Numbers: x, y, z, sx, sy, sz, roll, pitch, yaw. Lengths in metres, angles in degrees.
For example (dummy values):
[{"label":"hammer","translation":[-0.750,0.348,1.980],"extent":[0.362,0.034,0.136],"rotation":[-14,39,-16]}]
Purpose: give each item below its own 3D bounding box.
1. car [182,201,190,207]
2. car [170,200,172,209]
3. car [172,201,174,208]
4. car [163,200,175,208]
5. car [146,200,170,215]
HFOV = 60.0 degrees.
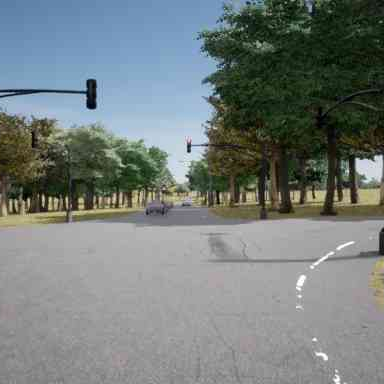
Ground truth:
[{"label":"car","translation":[-1.474,2.898,80.621],"extent":[1.994,1.385,4.181],"rotation":[0,-2,-1]},{"label":"car","translation":[-4.336,2.143,48.410],"extent":[1.895,1.301,4.718],"rotation":[0,-1,-1]},{"label":"car","translation":[-4.554,2.272,58.215],"extent":[2.033,1.411,5.357],"rotation":[0,-1,-1]},{"label":"car","translation":[-4.707,2.455,68.225],"extent":[2.128,1.511,4.902],"rotation":[0,-2,-1]},{"label":"car","translation":[-4.172,1.738,39.408],"extent":[2.097,1.767,4.553],"rotation":[0,-1,0]}]
